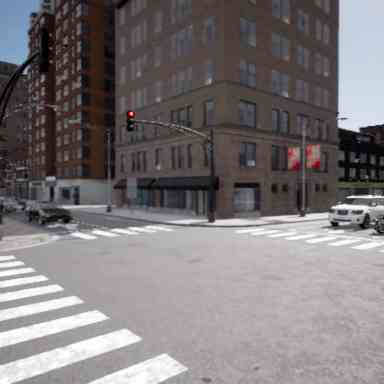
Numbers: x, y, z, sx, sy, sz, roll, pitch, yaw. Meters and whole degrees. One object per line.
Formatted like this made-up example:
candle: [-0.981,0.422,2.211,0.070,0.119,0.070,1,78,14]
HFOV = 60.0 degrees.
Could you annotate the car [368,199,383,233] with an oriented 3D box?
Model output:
car: [12.046,1.415,18.533,4.553,1.767,2.097,1,0,-40]

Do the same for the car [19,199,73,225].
car: [-9.986,1.380,22.956,2.033,1.411,5.357,-1,1,-40]

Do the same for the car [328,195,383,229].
car: [11.292,1.256,22.155,5.566,2.045,2.150,1,0,-40]

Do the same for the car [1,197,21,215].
car: [-16.758,1.224,31.087,2.128,1.511,4.902,-1,1,-40]
